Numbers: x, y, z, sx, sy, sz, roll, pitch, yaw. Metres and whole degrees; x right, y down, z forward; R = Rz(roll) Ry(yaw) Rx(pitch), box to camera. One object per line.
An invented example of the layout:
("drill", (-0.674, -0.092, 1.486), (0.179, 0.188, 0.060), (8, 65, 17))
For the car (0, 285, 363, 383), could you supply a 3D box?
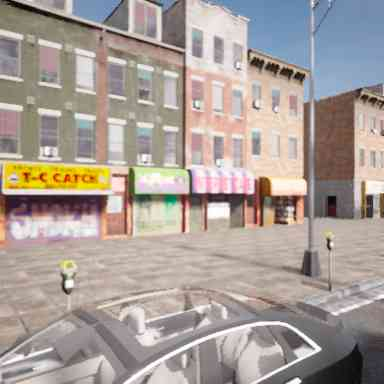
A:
("car", (-0.422, 1.558, 2.511), (4.403, 1.369, 2.008), (0, 0, -35))
